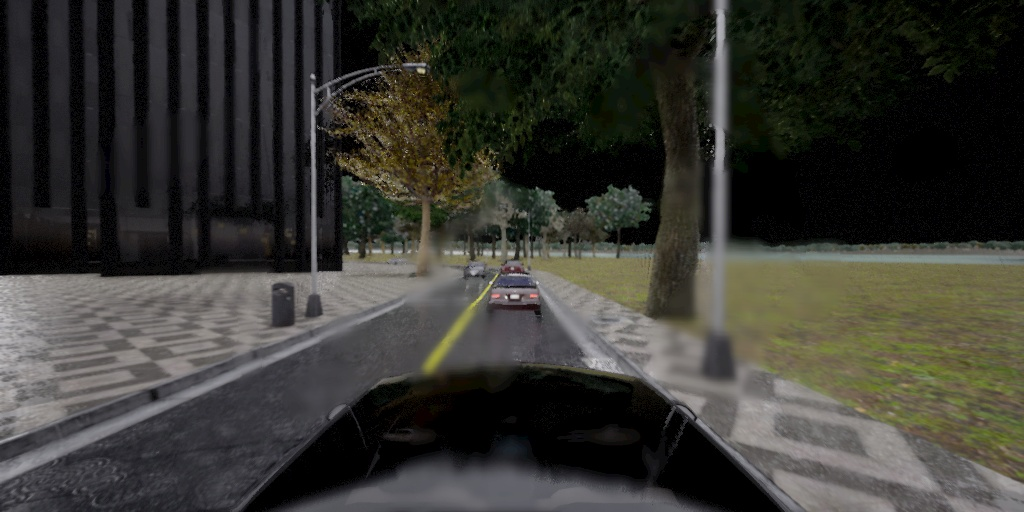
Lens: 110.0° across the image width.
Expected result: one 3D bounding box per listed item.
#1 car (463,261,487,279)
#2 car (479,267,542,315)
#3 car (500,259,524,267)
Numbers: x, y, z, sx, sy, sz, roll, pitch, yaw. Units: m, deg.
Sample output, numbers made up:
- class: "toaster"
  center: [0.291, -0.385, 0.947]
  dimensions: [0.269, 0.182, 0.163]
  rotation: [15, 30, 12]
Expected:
- class: "car"
  center: [-3.237, 1.233, 32.275]
  dimensions: [2.128, 1.511, 4.902]
  rotation: [0, 0, -1]
- class: "car"
  center: [0.087, 1.315, 13.681]
  dimensions: [2.033, 1.411, 5.357]
  rotation: [0, 0, 0]
- class: "car"
  center: [0.007, 1.091, 33.075]
  dimensions: [2.097, 1.767, 4.553]
  rotation: [0, 0, -1]
